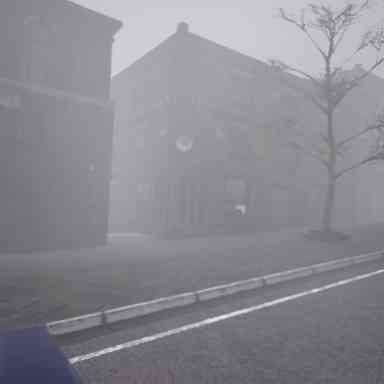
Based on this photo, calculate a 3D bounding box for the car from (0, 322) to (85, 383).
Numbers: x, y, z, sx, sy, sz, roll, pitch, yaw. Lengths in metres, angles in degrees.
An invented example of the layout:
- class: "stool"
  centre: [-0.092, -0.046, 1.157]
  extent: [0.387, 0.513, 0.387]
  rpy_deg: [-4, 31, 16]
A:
- class: "car"
  centre: [-2.972, 1.603, 1.566]
  extent: [4.718, 1.301, 1.895]
  rpy_deg: [0, 0, -35]
